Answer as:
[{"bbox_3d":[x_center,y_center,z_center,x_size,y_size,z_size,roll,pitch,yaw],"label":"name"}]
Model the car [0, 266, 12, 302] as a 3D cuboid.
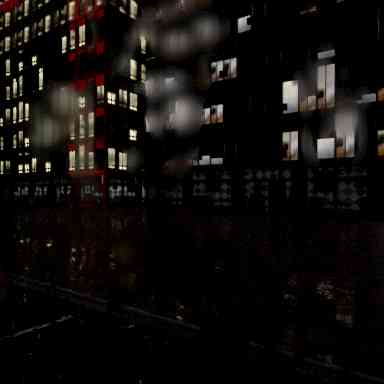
[{"bbox_3d":[-5.571,1.526,6.842,4.829,1.417,1.752,0,0,36],"label":"car"}]
